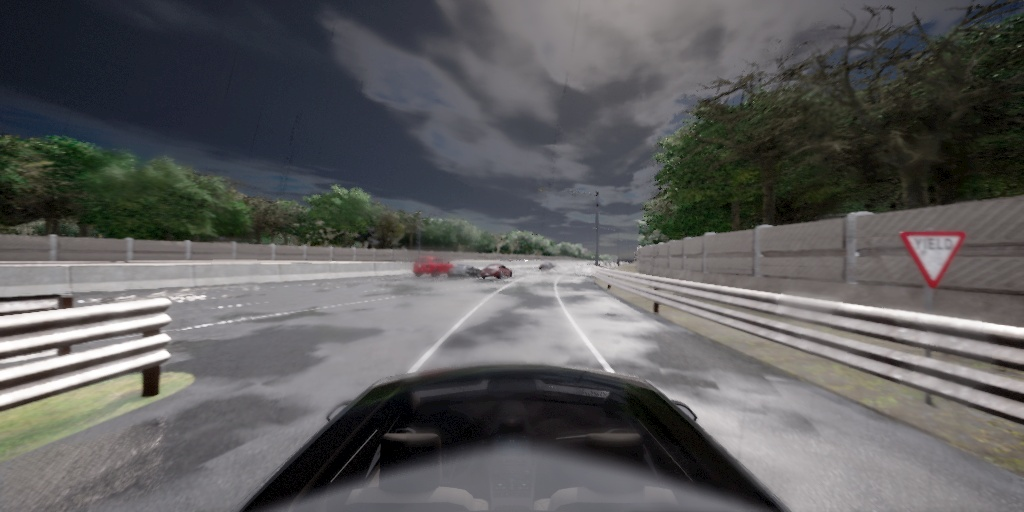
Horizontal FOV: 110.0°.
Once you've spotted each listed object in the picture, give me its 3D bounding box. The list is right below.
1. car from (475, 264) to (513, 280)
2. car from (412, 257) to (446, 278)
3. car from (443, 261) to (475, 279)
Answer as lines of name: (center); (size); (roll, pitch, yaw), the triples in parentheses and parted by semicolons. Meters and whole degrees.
car: (-1.429, 1.490, 34.495); (1.812, 1.442, 4.674); (0, 0, 21)
car: (-7.949, 1.135, 37.032); (2.150, 2.045, 5.566); (0, 0, 21)
car: (-4.692, 1.503, 35.750); (1.994, 1.385, 4.181); (0, 0, 21)
